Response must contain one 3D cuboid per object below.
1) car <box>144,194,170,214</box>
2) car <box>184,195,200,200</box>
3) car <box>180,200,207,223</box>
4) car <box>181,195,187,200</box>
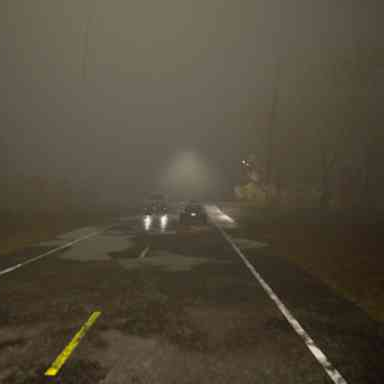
[{"bbox_3d":[-3.549,1.185,34.654,2.150,2.045,5.566,0,0,1],"label":"car"},{"bbox_3d":[0.310,1.479,42.771,1.812,1.442,4.674,0,0,1],"label":"car"},{"bbox_3d":[0.092,1.537,25.204,1.994,1.385,4.181,0,0,0],"label":"car"},{"bbox_3d":[-1.295,1.438,75.900,2.033,1.411,5.357,0,0,5],"label":"car"}]
